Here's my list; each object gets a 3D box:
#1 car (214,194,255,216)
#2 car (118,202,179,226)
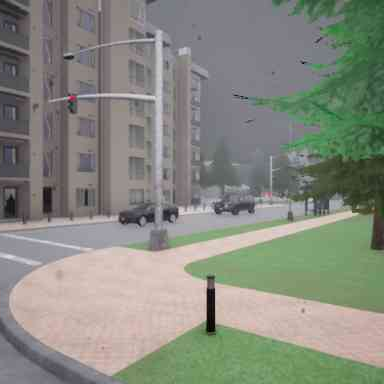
[{"bbox_3d":[4.396,1.227,33.516,2.150,2.045,5.566,0,0,37],"label":"car"},{"bbox_3d":[-2.978,1.484,23.591,1.882,1.535,5.008,0,0,37],"label":"car"}]
